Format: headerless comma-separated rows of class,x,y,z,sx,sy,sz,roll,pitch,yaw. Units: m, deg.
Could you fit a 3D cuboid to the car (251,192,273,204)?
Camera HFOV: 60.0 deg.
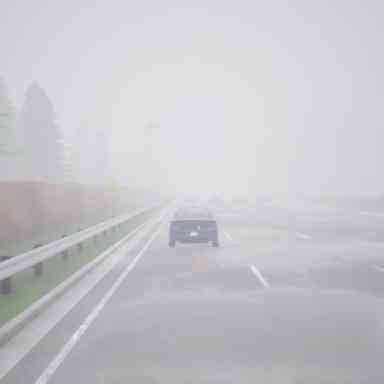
car,10.353,1.044,48.050,1.994,1.385,4.181,0,1,0

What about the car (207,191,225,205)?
car,3.356,0.998,47.632,2.128,1.511,4.902,0,1,0

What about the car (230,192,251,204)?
car,6.854,1.091,48.092,1.895,1.301,4.718,0,1,0

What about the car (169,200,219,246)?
car,0.062,1.330,14.436,1.882,1.535,5.008,0,1,0

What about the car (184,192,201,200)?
car,-0.138,1.123,47.037,1.895,1.301,4.718,0,1,0
